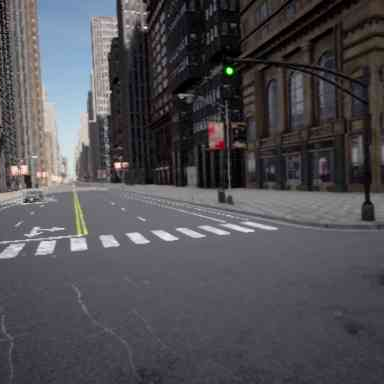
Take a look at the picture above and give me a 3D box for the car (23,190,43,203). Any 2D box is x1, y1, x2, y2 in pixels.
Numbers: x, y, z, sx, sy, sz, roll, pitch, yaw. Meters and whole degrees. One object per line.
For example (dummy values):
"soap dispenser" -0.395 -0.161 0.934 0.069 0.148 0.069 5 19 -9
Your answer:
"car" -19.639 0.526 41.251 1.837 1.490 4.892 -3 4 -20
